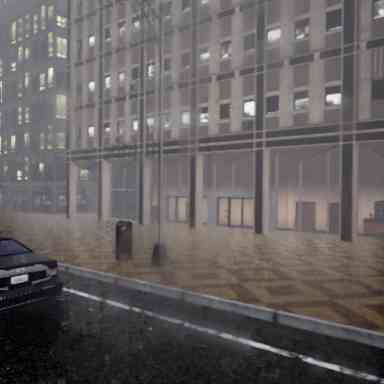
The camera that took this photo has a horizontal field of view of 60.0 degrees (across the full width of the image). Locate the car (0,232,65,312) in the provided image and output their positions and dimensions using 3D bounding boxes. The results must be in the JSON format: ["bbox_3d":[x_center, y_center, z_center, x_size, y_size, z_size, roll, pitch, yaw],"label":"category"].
[{"bbox_3d":[-4.968,1.528,7.158,5.357,1.411,2.033,0,0,36],"label":"car"}]
